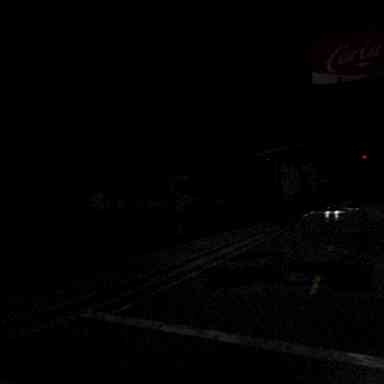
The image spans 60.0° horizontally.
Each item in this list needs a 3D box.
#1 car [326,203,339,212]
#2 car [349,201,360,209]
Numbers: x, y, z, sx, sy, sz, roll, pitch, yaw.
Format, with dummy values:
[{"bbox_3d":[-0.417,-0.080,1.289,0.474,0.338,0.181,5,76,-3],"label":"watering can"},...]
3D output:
[{"bbox_3d":[24.779,2.663,58.549,1.812,1.442,4.674,-2,-2,26],"label":"car"},{"bbox_3d":[32.086,2.531,65.804,1.812,1.442,4.674,-2,-2,25],"label":"car"}]
